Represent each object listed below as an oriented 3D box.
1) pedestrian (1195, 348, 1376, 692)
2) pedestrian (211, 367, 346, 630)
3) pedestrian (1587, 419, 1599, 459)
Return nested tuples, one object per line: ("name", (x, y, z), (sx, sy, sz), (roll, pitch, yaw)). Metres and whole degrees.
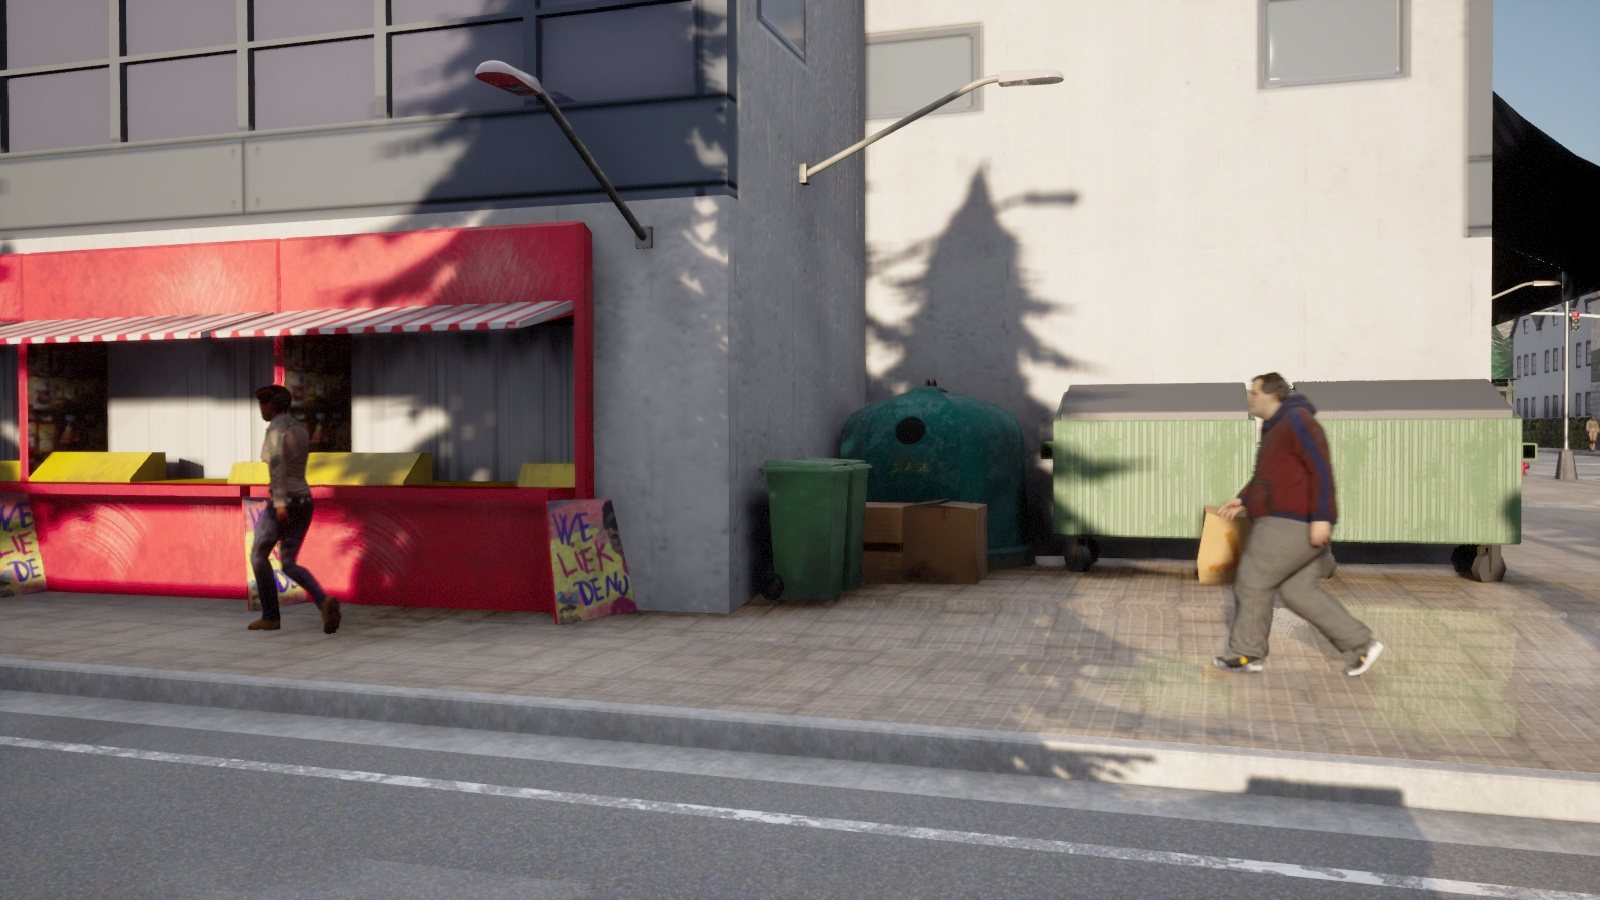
("pedestrian", (2.738, 0.370, 7.166), (0.899, 1.844, 0.634), (0, 1, 17))
("pedestrian", (-3.693, 0.331, 8.895), (0.869, 1.805, 0.328), (0, 1, 17))
("pedestrian", (38.699, -0.529, 61.278), (0.396, 1.930, 0.692), (1, 1, 24))
